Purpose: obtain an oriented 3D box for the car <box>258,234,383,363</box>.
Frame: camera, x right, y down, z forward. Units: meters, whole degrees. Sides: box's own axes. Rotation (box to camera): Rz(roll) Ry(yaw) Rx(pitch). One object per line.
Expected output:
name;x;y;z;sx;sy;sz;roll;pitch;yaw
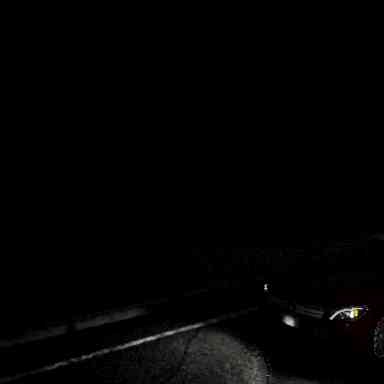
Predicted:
car;3.262;1.544;6.013;4.674;1.442;1.812;0;0;-36
